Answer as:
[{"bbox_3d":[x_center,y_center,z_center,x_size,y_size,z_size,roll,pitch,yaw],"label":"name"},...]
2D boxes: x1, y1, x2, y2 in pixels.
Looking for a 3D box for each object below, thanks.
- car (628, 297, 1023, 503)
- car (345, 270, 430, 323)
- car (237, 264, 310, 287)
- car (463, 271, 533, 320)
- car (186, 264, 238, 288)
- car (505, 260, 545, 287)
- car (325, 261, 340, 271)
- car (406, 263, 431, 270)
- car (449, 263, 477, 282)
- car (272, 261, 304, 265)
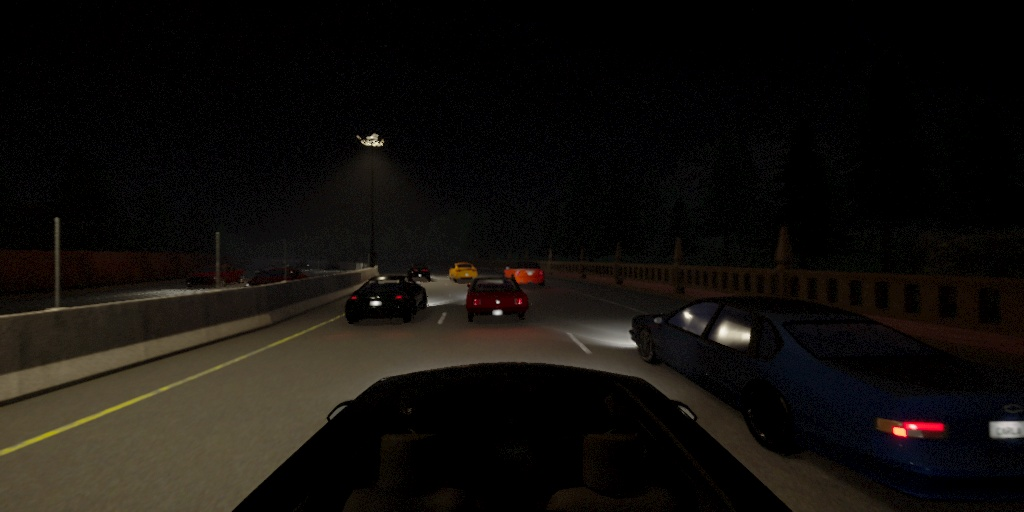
[{"bbox_3d":[3.439,1.290,5.065,2.033,1.411,5.357,0,0,-2],"label":"car"},{"bbox_3d":[-4.186,1.362,12.486,1.994,1.385,4.181,0,0,-6],"label":"car"},{"bbox_3d":[-12.517,1.380,19.490,1.812,1.442,4.674,0,0,-12],"label":"car"},{"bbox_3d":[-0.654,1.383,12.757,1.895,1.301,4.718,0,0,-6],"label":"car"},{"bbox_3d":[-21.289,1.390,25.945,1.882,1.535,5.008,0,0,-17],"label":"car"},{"bbox_3d":[0.727,1.161,25.224,2.097,1.767,4.553,0,0,-12],"label":"car"},{"bbox_3d":[-28.332,1.503,56.695,1.882,1.535,5.008,0,0,-33],"label":"car"},{"bbox_3d":[-8.349,1.373,32.060,1.837,1.490,4.892,0,0,-17],"label":"car"},{"bbox_3d":[-4.199,1.323,30.426,1.882,1.535,5.008,0,0,-16],"label":"car"},{"bbox_3d":[-18.218,1.394,27.894,2.128,1.511,4.902,0,0,-18],"label":"car"}]
